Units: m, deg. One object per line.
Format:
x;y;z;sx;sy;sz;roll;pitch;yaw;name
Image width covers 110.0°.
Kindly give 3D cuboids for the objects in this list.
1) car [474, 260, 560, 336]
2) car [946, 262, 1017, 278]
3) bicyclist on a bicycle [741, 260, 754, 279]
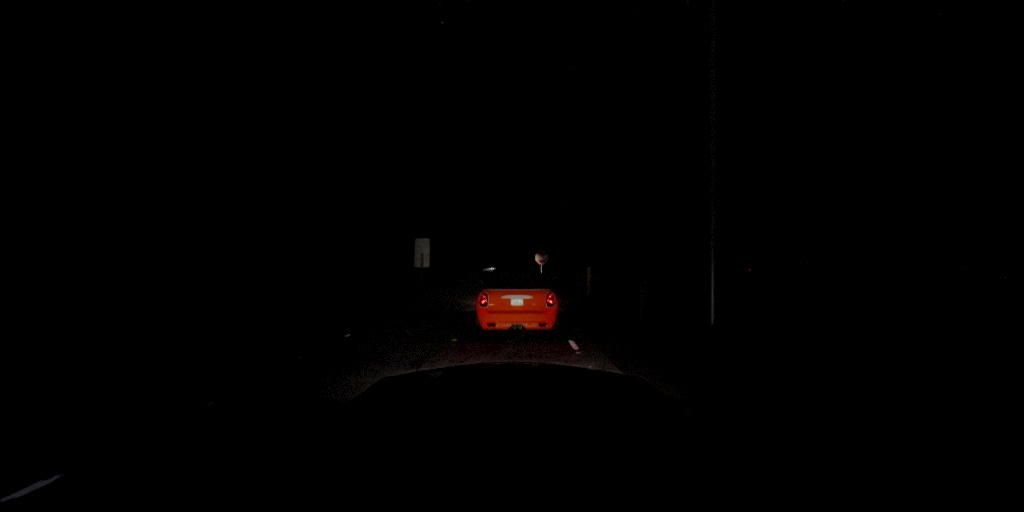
0.108;1.103;10.498;2.097;1.767;4.553;0;0;0;car
43.834;1.296;33.542;5.008;1.535;1.882;0;-2;0;car
19.954;1.178;30.428;0.582;1.620;1.656;0;0;0;bicyclist on a bicycle
